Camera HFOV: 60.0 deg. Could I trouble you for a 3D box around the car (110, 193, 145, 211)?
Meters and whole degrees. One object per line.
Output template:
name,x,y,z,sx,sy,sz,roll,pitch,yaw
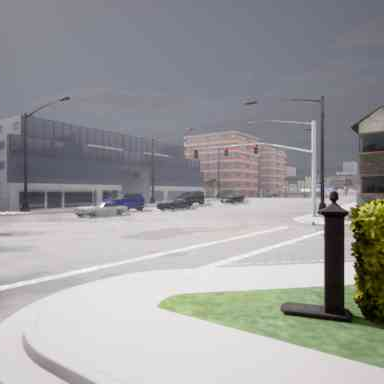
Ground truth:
car,-7.564,1.144,36.650,2.150,2.045,5.566,0,0,35

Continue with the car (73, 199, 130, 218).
car,-8.124,1.547,29.735,1.895,1.301,4.718,0,0,35

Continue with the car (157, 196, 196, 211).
car,-1.993,1.461,38.486,1.895,1.301,4.718,0,1,35

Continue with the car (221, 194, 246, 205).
car,6.093,1.041,50.016,2.128,1.511,4.902,0,2,35

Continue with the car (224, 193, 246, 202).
car,7.617,0.940,58.271,1.895,1.301,4.718,0,1,35

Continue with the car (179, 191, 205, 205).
car,-0.318,0.935,46.983,2.150,2.045,5.566,0,1,35
